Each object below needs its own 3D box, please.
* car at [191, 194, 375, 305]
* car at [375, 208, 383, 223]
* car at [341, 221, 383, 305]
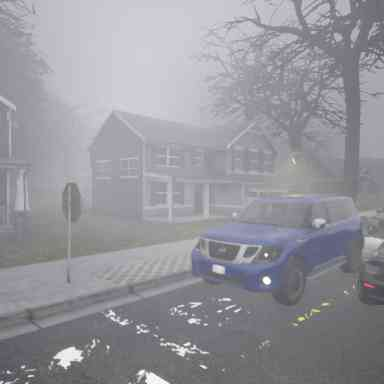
[{"bbox_3d":[2.452,1.104,8.338,2.150,2.045,5.566,1,1,45],"label":"car"},{"bbox_3d":[9.928,1.324,15.872,1.994,1.385,4.181,1,1,44],"label":"car"},{"bbox_3d":[4.895,1.439,6.754,1.812,1.442,4.674,1,1,45],"label":"car"}]
